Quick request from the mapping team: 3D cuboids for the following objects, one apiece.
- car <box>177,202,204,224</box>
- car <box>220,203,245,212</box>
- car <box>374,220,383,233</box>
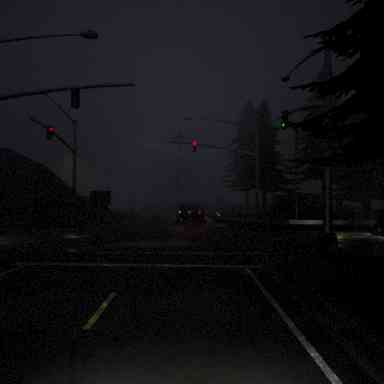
[{"bbox_3d":[-0.065,1.658,28.058,2.097,1.767,4.553,0,-1,4],"label":"car"},{"bbox_3d":[6.455,2.375,51.342,4.181,1.385,1.994,0,-1,-5],"label":"car"},{"bbox_3d":[14.204,1.868,21.189,4.553,1.767,2.097,0,-1,0],"label":"car"}]
